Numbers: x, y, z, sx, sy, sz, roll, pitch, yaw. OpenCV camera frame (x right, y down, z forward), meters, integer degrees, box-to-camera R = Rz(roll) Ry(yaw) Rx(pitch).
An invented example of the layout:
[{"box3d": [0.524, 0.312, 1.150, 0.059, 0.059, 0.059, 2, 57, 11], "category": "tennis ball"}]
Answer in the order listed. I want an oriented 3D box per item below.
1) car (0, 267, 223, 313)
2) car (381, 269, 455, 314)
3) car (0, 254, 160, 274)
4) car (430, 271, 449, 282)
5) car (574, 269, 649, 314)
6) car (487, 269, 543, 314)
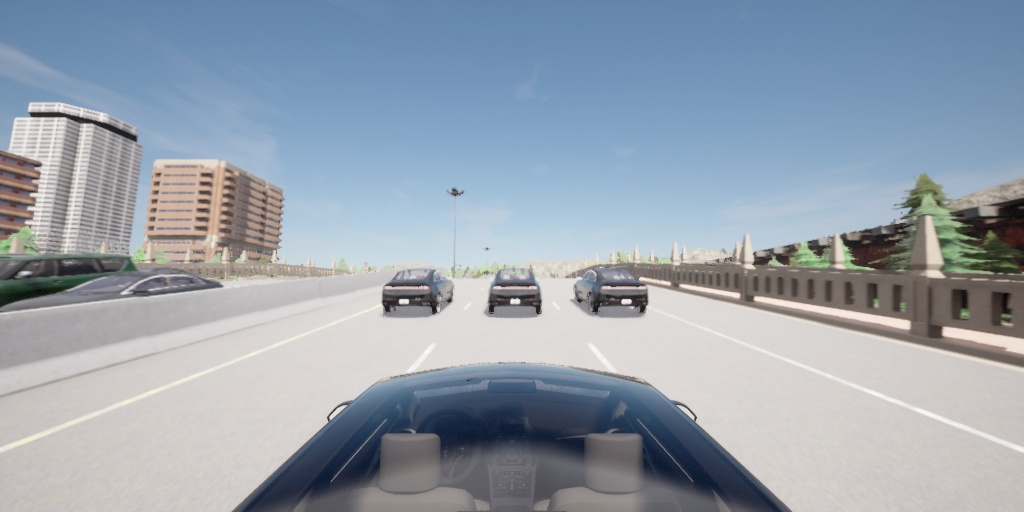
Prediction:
[{"box3d": [-10.598, 1.226, 10.052, 2.128, 1.511, 4.902, 0, 0, 0], "category": "car"}, {"box3d": [-3.399, 1.219, 13.712, 2.128, 1.511, 4.902, 0, 0, 0], "category": "car"}, {"box3d": [-14.097, 0.954, 10.388, 2.150, 2.045, 5.566, 0, 0, 0], "category": "car"}, {"box3d": [-10.547, 3.044, 52.460, 1.994, 1.385, 4.181, 0, -7, 0], "category": "car"}, {"box3d": [3.601, 1.219, 13.696, 2.128, 1.511, 4.902, 0, 0, 0], "category": "car"}, {"box3d": [0.101, 1.219, 13.702, 2.128, 1.511, 4.902, 0, 0, 0], "category": "car"}]
